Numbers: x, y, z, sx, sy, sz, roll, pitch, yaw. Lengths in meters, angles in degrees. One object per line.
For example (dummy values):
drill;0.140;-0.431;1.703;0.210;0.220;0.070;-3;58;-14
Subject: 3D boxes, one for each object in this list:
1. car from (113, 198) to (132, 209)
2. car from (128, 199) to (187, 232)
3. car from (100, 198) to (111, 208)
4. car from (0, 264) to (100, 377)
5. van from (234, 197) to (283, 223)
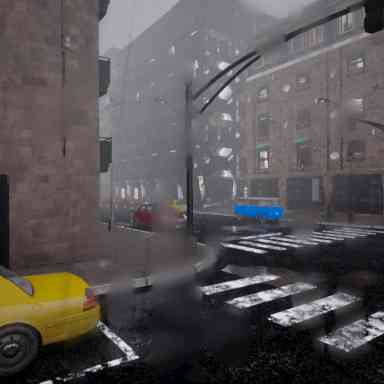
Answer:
car;-8.429;1.463;43.213;1.887;1.381;4.507;-1;0;-36
car;-1.917;1.441;19.979;1.967;1.590;4.097;0;0;-36
car;-11.755;1.463;47.795;1.887;1.381;4.507;-1;0;-36
car;-3.624;1.526;3.980;4.829;1.417;1.752;0;0;-36
van;4.875;1.280;24.887;1.690;1.788;3.998;0;0;-36
